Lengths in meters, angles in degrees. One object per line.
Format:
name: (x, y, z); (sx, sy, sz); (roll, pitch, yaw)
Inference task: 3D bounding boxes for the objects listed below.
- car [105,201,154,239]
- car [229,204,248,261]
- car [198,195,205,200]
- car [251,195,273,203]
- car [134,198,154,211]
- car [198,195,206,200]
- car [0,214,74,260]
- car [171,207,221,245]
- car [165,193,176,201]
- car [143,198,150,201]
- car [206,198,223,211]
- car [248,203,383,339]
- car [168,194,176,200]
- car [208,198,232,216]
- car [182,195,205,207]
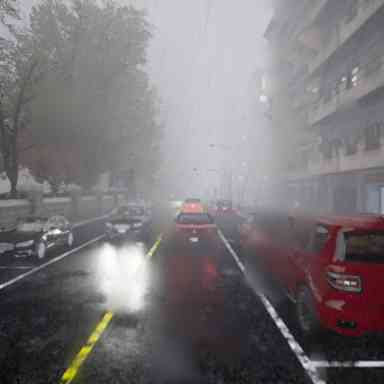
car: (-3.105, 1.461, 17.207); (2.128, 1.511, 4.902); (0, 0, 0)
car: (2.685, 1.419, 12.140); (1.967, 1.590, 4.097); (0, 0, 0)
car: (2.660, 1.455, 94.928); (1.887, 1.381, 4.507); (0, 0, 0)
car: (14.595, 1.510, 67.288); (5.009, 1.841, 2.192); (1, -1, 0)
car: (-5.704, 1.466, 40.119); (1.752, 1.417, 4.829); (0, 0, 0)
car: (2.661, 1.436, 89.563); (1.752, 1.417, 4.829); (0, 0, 0)
car: (-5.695, 1.528, 12.137); (2.008, 1.369, 4.403); (0, 0, 0)
car: (0.094, 1.574, 15.269); (1.895, 1.301, 4.718); (0, 0, 0)
car: (-5.718, 1.226, 83.855); (2.192, 1.841, 5.009); (0, 0, 0)
car: (-5.702, 1.497, 34.658); (2.008, 1.369, 4.403); (0, 0, 0)
car: (2.676, 1.467, 40.462); (1.752, 1.417, 4.829); (0, 0, 0)
car: (2.686, 1.304, 6.509); (2.192, 1.841, 5.009); (0, 0, 0)
car: (-5.721, 1.349, 94.925); (1.967, 1.590, 4.097); (0, 0, 0)
car: (2.680, 1.394, 29.030); (1.967, 1.590, 4.097); (0, 0, 0)
car: (0.090, 1.301, 31.894); (2.097, 1.767, 4.553); (0, 0, 0)
